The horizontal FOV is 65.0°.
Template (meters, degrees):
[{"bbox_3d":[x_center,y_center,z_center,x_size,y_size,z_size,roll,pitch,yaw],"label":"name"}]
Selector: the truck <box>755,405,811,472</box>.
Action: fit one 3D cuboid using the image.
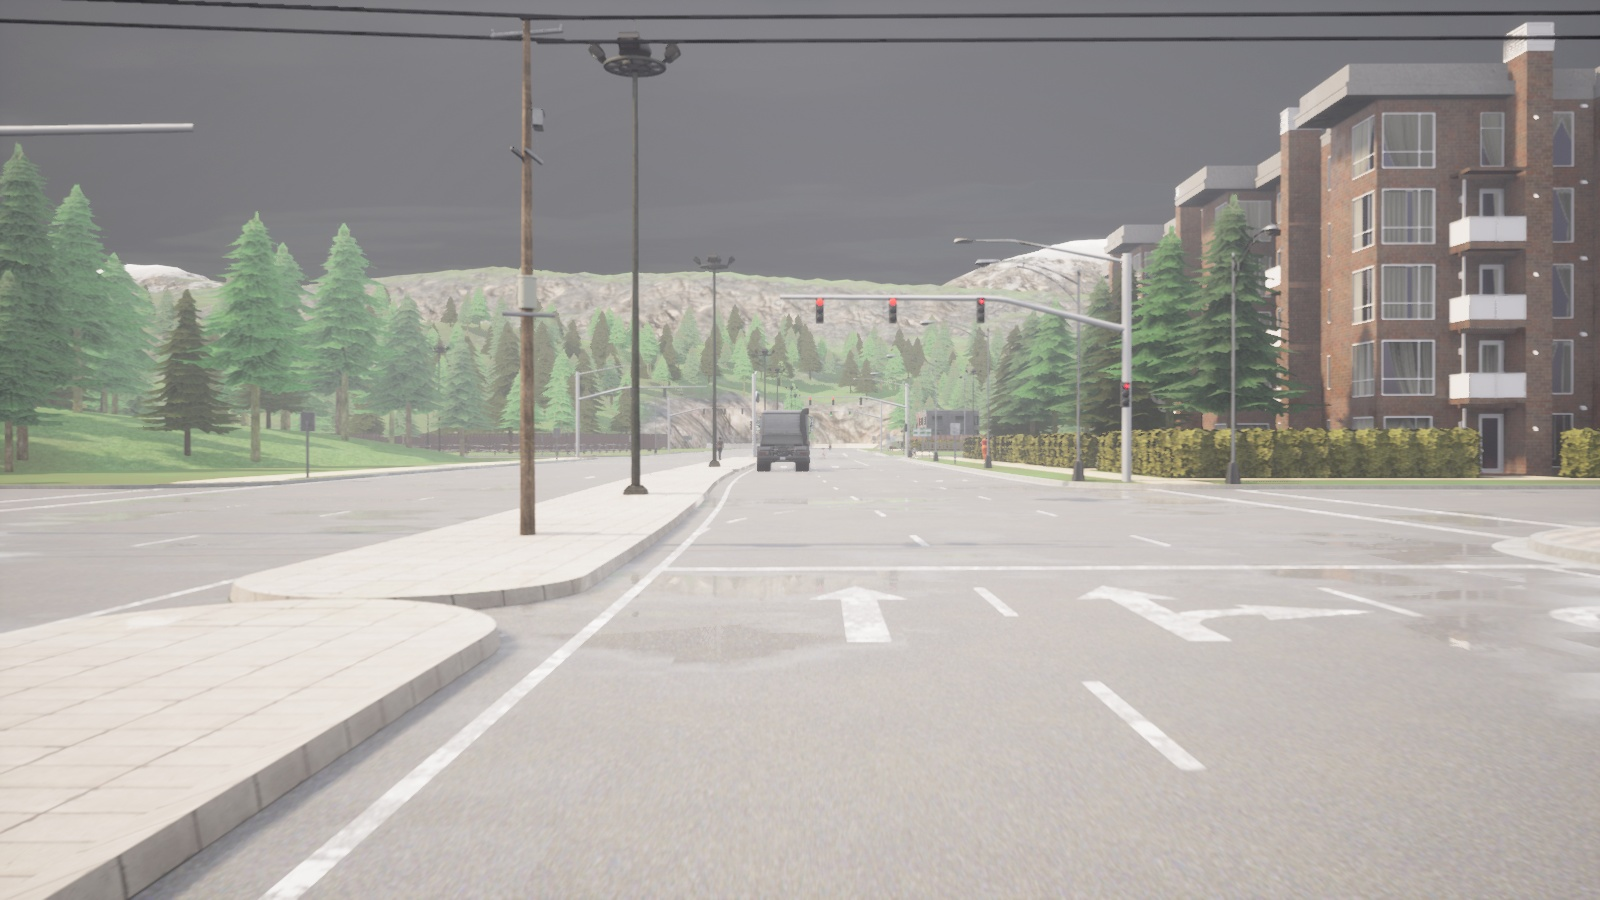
[{"bbox_3d":[-0.878,-0.625,69.028,2.891,3.462,7.936,0,0,0],"label":"truck"}]
